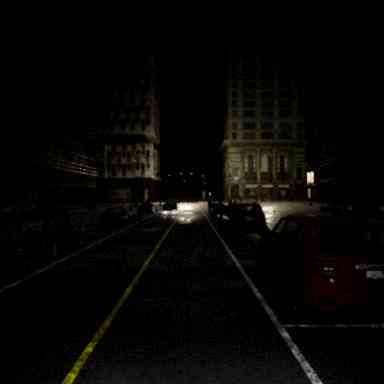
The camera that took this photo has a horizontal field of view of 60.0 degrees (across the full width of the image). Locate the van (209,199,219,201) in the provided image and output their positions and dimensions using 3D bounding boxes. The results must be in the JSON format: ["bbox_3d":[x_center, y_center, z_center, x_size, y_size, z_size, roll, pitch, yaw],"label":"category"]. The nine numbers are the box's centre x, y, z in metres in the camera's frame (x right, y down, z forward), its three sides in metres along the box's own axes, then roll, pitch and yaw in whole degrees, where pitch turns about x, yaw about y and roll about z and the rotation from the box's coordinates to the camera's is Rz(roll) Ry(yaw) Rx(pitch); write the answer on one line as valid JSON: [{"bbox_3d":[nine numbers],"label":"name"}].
[{"bbox_3d":[2.851,1.743,41.465,1.690,1.788,3.998,0,0,0],"label":"van"}]

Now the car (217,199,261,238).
[{"bbox_3d":[2.850,1.507,18.871,2.192,1.841,5.009,0,-1,0],"label":"car"}]

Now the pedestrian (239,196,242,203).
[{"bbox_3d":[8.133,1.608,55.507,0.375,1.860,0.375,0,0,0],"label":"pedestrian"}]

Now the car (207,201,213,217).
[{"bbox_3d":[2.852,1.933,35.814,1.802,1.307,4.206,0,-1,0],"label":"car"}]

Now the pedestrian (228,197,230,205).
[{"bbox_3d":[6.133,1.672,56.106,0.375,1.860,0.375,0,0,0],"label":"pedestrian"}]

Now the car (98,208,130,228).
[{"bbox_3d":[-5.673,1.828,24.515,1.802,1.307,4.206,0,-1,0],"label":"car"}]

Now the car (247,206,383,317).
[{"bbox_3d":[2.850,1.395,7.574,2.192,1.841,5.009,0,-1,0],"label":"car"}]

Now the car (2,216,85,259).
[{"bbox_3d":[-5.673,1.681,13.218,1.887,1.381,4.507,0,-1,0],"label":"car"}]

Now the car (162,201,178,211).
[{"bbox_3d":[-3.068,2.016,47.318,1.994,1.385,4.181,0,-1,0],"label":"car"}]

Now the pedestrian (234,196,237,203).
[{"bbox_3d":[7.133,1.640,54.906,0.375,1.860,0.375,0,0,0],"label":"pedestrian"}]

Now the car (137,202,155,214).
[{"bbox_3d":[-5.674,1.967,41.462,1.947,1.339,4.313,0,-1,0],"label":"car"}]

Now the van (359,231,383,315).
[{"bbox_3d":[2.850,1.363,1.925,1.690,1.788,3.998,0,-1,0],"label":"van"}]

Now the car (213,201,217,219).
[{"bbox_3d":[2.851,1.687,24.518,1.967,1.590,4.097,0,-1,0],"label":"car"}]
